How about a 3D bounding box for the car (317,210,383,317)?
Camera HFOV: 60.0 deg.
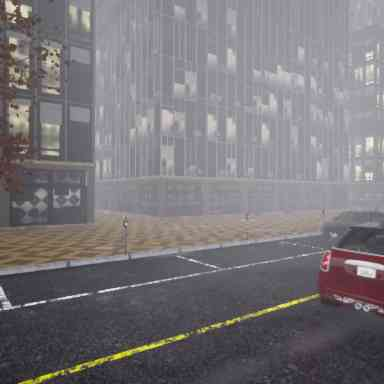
[{"bbox_3d":[4.610,1.350,6.722,4.553,1.767,2.097,0,0,-35],"label":"car"}]
